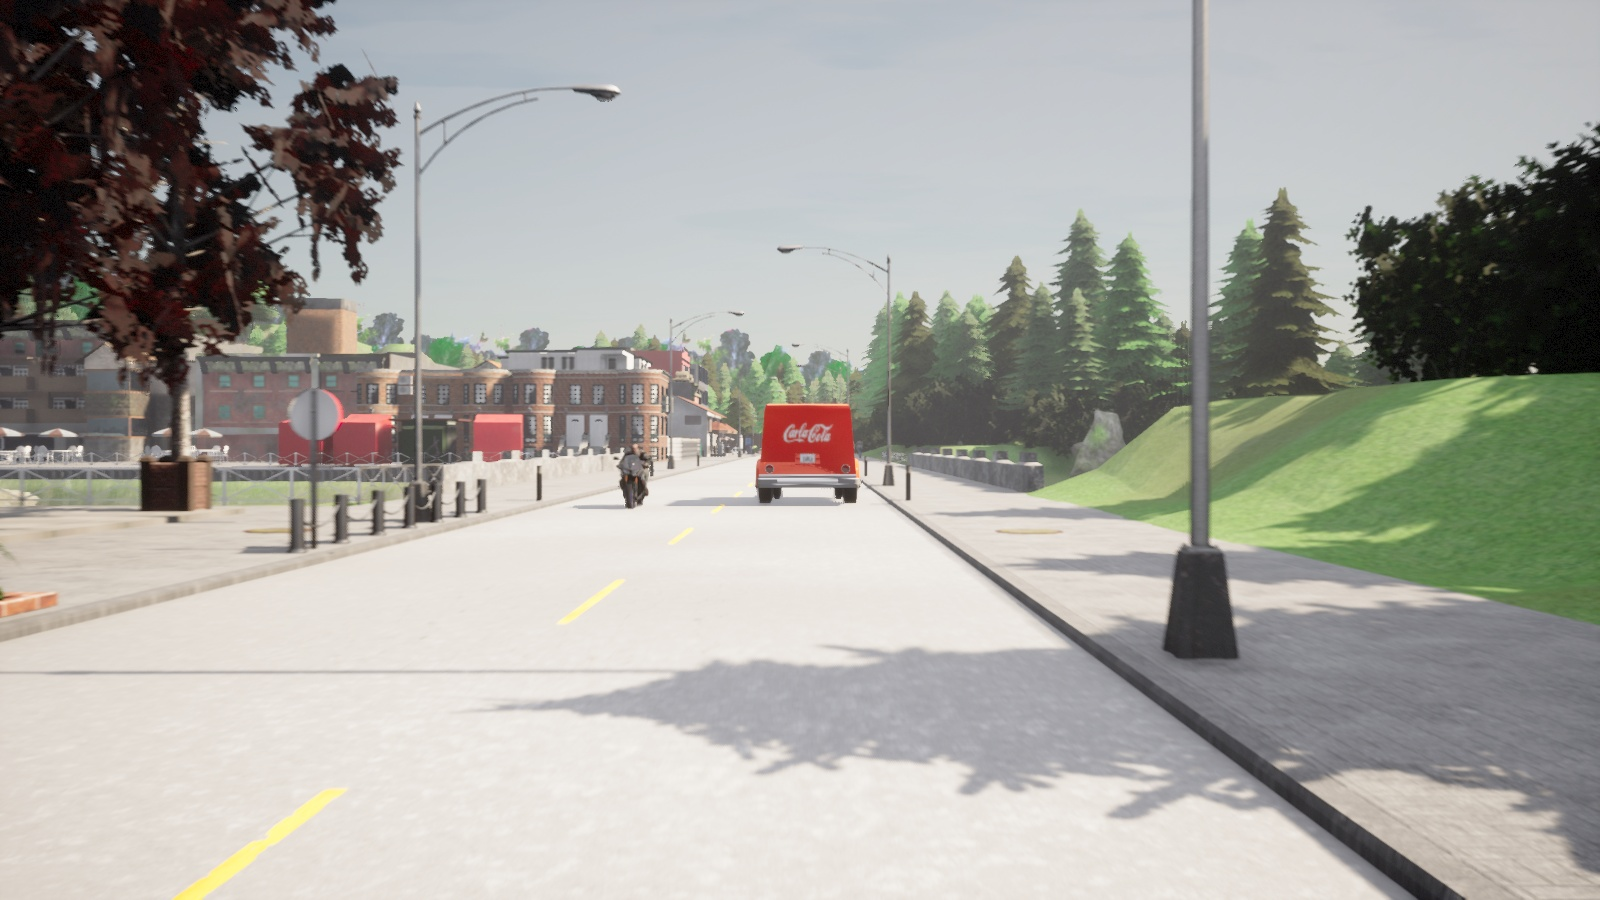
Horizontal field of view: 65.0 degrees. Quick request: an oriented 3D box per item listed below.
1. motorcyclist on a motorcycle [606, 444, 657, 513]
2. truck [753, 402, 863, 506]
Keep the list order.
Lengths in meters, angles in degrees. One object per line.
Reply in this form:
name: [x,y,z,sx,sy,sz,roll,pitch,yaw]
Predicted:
motorcyclist on a motorcycle: [-3.822,0.618,28.686,0.866,1.530,2.191,0,0,0]
truck: [0.201,0.078,32.593,2.627,2.467,5.204,0,0,0]
